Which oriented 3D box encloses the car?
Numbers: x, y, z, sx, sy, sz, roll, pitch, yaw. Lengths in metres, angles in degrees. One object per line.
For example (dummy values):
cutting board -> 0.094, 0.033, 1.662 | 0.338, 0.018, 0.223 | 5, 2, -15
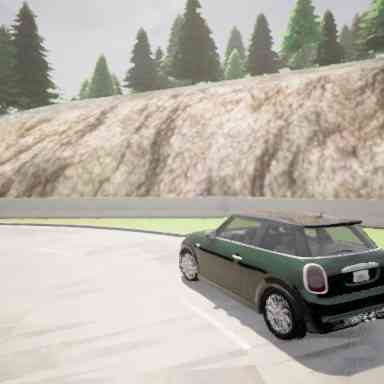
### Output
car -> 1.433, 1.134, 6.533 | 2.097, 1.767, 4.553 | -2, 2, -25
